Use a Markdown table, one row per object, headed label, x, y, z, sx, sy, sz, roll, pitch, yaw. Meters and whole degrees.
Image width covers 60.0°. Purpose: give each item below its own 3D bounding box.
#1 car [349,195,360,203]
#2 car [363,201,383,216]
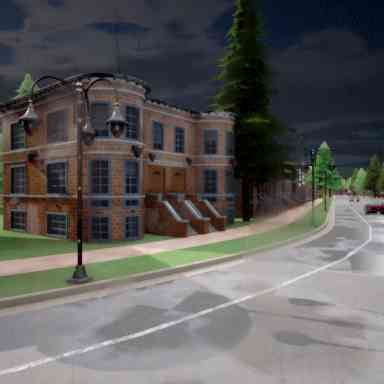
| label | x | y | z | sx | sy | sz | roll | pitch | yaw |
| --- | --- | --- | --- | --- | --- | --- | --- | --- | --- |
| car | 33.958 | 1.471 | 69.502 | 2.128 | 1.511 | 4.902 | 0 | 0 | 23 |
| car | 17.820 | 1.600 | 32.239 | 1.895 | 1.301 | 4.718 | 0 | 0 | 23 |
